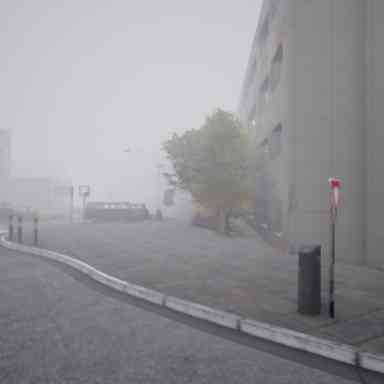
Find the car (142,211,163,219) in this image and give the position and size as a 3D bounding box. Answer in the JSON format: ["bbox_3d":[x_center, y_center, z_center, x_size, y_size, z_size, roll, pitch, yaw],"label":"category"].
[{"bbox_3d":[-8.873,5.184,74.878,4.553,1.767,2.185,0,-4,-2],"label":"car"}]

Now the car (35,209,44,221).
[{"bbox_3d":[-20.041,2.421,38.028,4.553,1.767,2.185,0,-4,-2],"label":"car"}]

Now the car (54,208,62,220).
[{"bbox_3d":[-20.224,2.993,43.709,4.792,1.488,2.163,0,-4,-2],"label":"car"}]

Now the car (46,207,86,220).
[{"bbox_3d":[-20.629,3.519,54.731,5.566,2.045,2.435,0,-4,-2],"label":"car"}]

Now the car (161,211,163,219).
[{"bbox_3d":[-8.558,4.494,63.727,4.892,1.521,2.231,0,-4,-2],"label":"car"}]

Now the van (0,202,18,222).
[{"bbox_3d":[-20.013,1.941,32.480,4.442,1.987,1.878,0,-3,-2],"label":"van"}]

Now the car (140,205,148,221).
[{"bbox_3d":[-7.672,2.459,35.938,5.008,1.535,2.097,0,-4,-2],"label":"car"}]

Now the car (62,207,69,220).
[{"bbox_3d":[-20.338,3.207,46.488,4.674,1.452,2.002,0,-4,-2],"label":"car"}]

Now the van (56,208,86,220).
[{"bbox_3d":[-20.805,3.748,57.509,4.442,1.987,1.878,0,-4,-2],"label":"van"}]

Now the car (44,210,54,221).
[{"bbox_3d":[-20.350,2.755,40.922,5.366,1.575,1.946,0,-4,-2],"label":"car"}]

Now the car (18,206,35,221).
[{"bbox_3d":[-19.990,2.347,35.237,5.008,1.535,2.097,0,-4,-2],"label":"car"}]

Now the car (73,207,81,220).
[{"bbox_3d":[-20.332,3.573,52.062,5.366,1.575,1.946,0,-4,-2],"label":"car"}]

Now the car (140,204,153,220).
[{"bbox_3d":[-7.784,2.405,38.682,5.566,2.045,2.435,0,-4,-2],"label":"car"}]

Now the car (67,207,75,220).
[{"bbox_3d":[-20.423,3.402,49.146,4.674,1.452,2.002,0,-4,-2],"label":"car"}]

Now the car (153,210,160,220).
[{"bbox_3d":[-7.925,3.470,49.810,5.366,1.575,1.946,0,-4,-2],"label":"car"}]

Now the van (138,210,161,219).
[{"bbox_3d":[-8.843,4.675,69.310,4.442,1.987,1.878,0,-4,-2],"label":"van"}]

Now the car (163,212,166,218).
[{"bbox_3d":[-8.825,5.114,72.206,5.008,1.535,2.097,0,-4,-2],"label":"car"}]

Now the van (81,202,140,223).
[{"bbox_3d":[-7.376,1.888,30.351,4.442,1.987,1.878,0,-3,-2],"label":"van"}]

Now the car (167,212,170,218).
[{"bbox_3d":[-9.317,6.079,88.811,5.566,2.045,2.435,0,-4,-2],"label":"car"}]
